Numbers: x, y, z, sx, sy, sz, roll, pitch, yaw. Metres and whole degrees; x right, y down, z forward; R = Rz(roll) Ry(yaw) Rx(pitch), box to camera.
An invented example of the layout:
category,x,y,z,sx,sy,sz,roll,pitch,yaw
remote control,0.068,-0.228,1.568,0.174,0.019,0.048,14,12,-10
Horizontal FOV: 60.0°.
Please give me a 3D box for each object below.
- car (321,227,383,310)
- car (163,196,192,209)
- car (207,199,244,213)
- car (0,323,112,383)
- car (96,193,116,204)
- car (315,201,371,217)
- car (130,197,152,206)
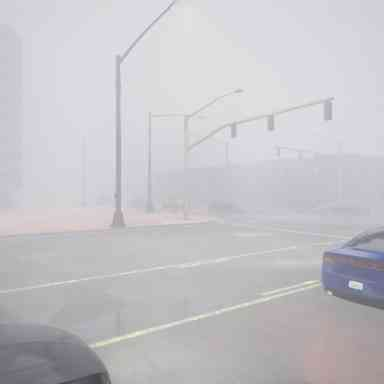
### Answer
category,x,y,z,sx,sy,sz,roll,pitch,yaw
car,4.890,1.478,7.235,5.008,1.535,1.882,0,0,-35
car,-1.994,1.352,44.219,2.097,1.767,4.553,0,0,-35
car,3.602,1.492,36.379,2.128,1.511,4.902,0,0,-35
car,-2.842,1.505,1.727,4.892,1.490,1.837,0,0,-35
car,-16.947,1.275,65.340,2.150,2.045,5.566,0,0,-36
car,13.836,1.526,30.636,4.674,1.442,1.812,0,1,9
car,-8.072,1.491,52.750,2.128,1.511,4.902,0,0,-35
